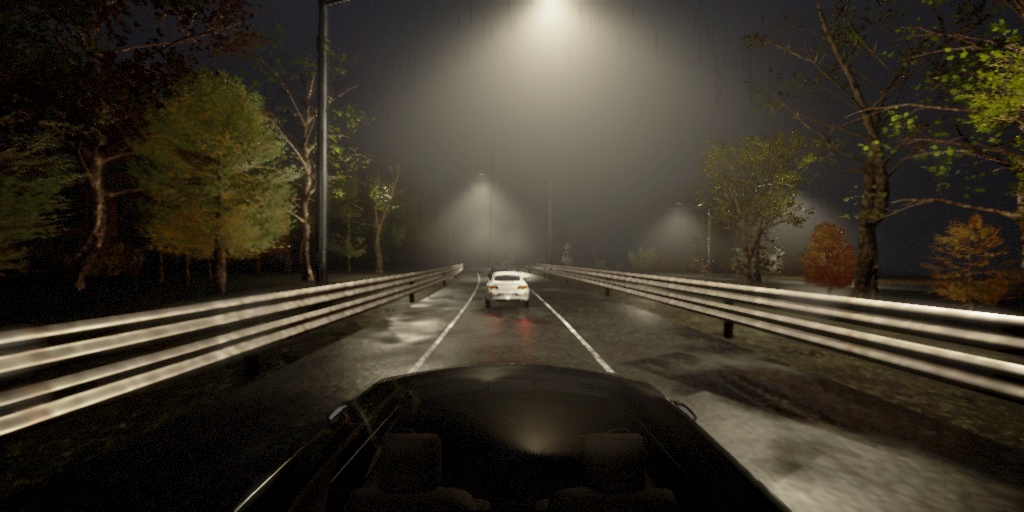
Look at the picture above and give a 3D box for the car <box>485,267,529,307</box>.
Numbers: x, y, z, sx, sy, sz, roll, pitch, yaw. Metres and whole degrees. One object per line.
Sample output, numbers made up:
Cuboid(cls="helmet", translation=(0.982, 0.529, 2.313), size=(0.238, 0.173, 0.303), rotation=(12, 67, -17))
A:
Cuboid(cls="car", translation=(-0.244, 1.406, 16.355), size=(1.812, 1.442, 4.674), rotation=(0, 0, -2))
